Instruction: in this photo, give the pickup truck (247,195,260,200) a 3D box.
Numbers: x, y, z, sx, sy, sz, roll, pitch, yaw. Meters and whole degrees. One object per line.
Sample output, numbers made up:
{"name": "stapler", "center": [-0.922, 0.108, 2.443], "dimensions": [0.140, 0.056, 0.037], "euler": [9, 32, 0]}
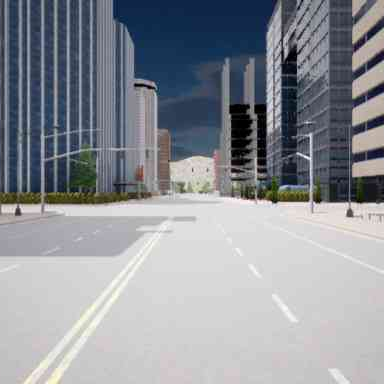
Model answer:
{"name": "pickup truck", "center": [16.621, 1.036, 88.674], "dimensions": [2.390, 2.098, 6.274], "euler": [0, 0, 31]}
